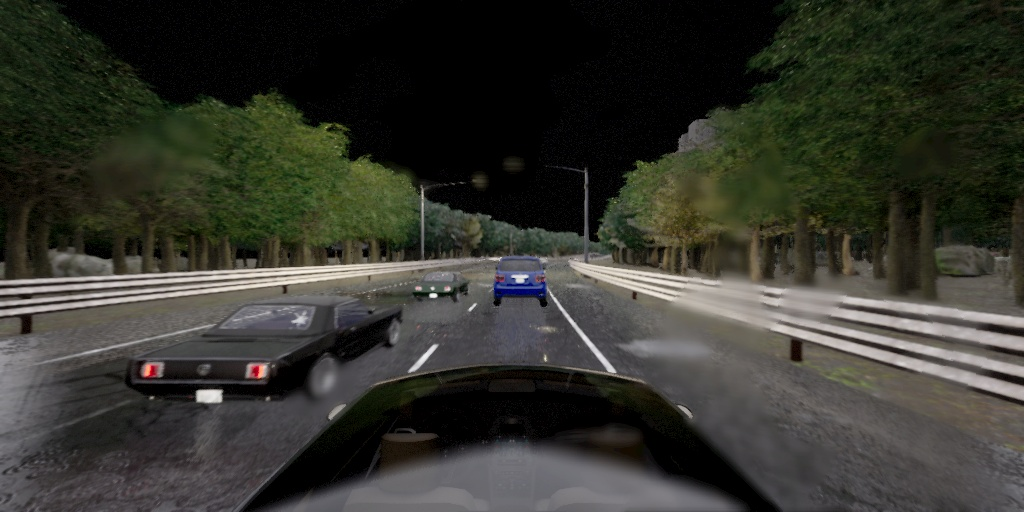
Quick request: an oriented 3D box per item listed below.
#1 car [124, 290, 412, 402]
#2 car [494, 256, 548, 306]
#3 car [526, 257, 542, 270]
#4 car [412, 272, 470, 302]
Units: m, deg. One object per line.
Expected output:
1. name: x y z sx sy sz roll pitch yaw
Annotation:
1. car: -3.488 1.357 6.391 1.895 1.301 4.718 0 0 1
2. car: 0.400 1.028 16.379 2.150 2.045 5.566 0 0 2
3. car: 3.230 1.002 51.499 2.097 1.767 4.553 0 0 7
4. car: -3.213 1.398 17.246 1.895 1.301 4.718 0 0 2
